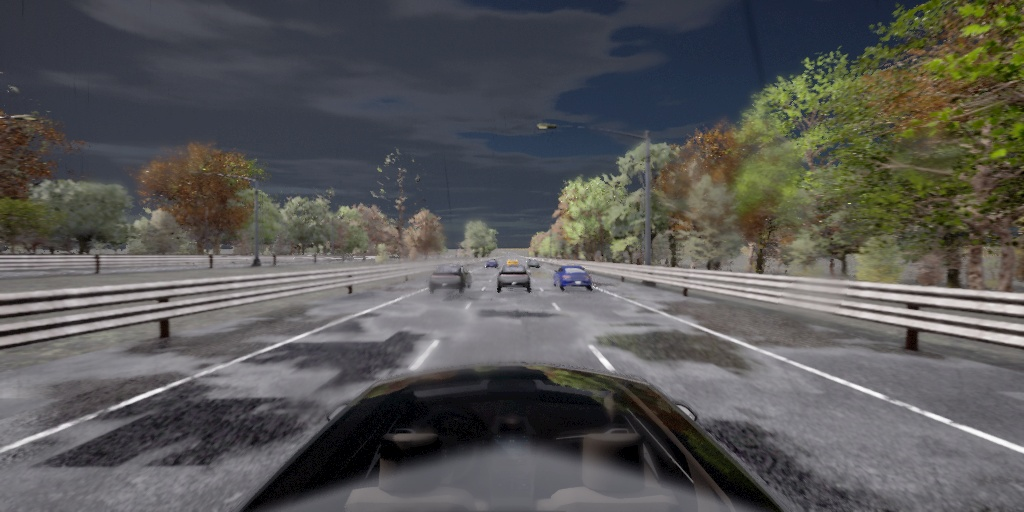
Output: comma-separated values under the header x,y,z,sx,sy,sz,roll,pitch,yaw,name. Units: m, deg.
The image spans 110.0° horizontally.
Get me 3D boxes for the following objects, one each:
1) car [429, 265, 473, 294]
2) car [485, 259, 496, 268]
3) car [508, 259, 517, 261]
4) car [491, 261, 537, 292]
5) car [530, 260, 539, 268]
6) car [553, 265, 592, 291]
x,y,z,sx,sy,sz,roll,pitch,yaw,name
-3.394,1.249,20.450,2.128,1.511,4.902,0,0,0,car
-3.376,1.294,61.491,1.812,1.442,4.674,0,0,0,car
0.125,1.246,62.858,1.882,1.535,5.008,0,0,0,car
0.107,1.249,21.354,2.128,1.511,4.902,0,0,0,car
3.624,1.332,61.500,1.994,1.385,4.181,0,0,0,car
3.607,1.283,21.843,1.812,1.442,4.674,0,0,0,car
